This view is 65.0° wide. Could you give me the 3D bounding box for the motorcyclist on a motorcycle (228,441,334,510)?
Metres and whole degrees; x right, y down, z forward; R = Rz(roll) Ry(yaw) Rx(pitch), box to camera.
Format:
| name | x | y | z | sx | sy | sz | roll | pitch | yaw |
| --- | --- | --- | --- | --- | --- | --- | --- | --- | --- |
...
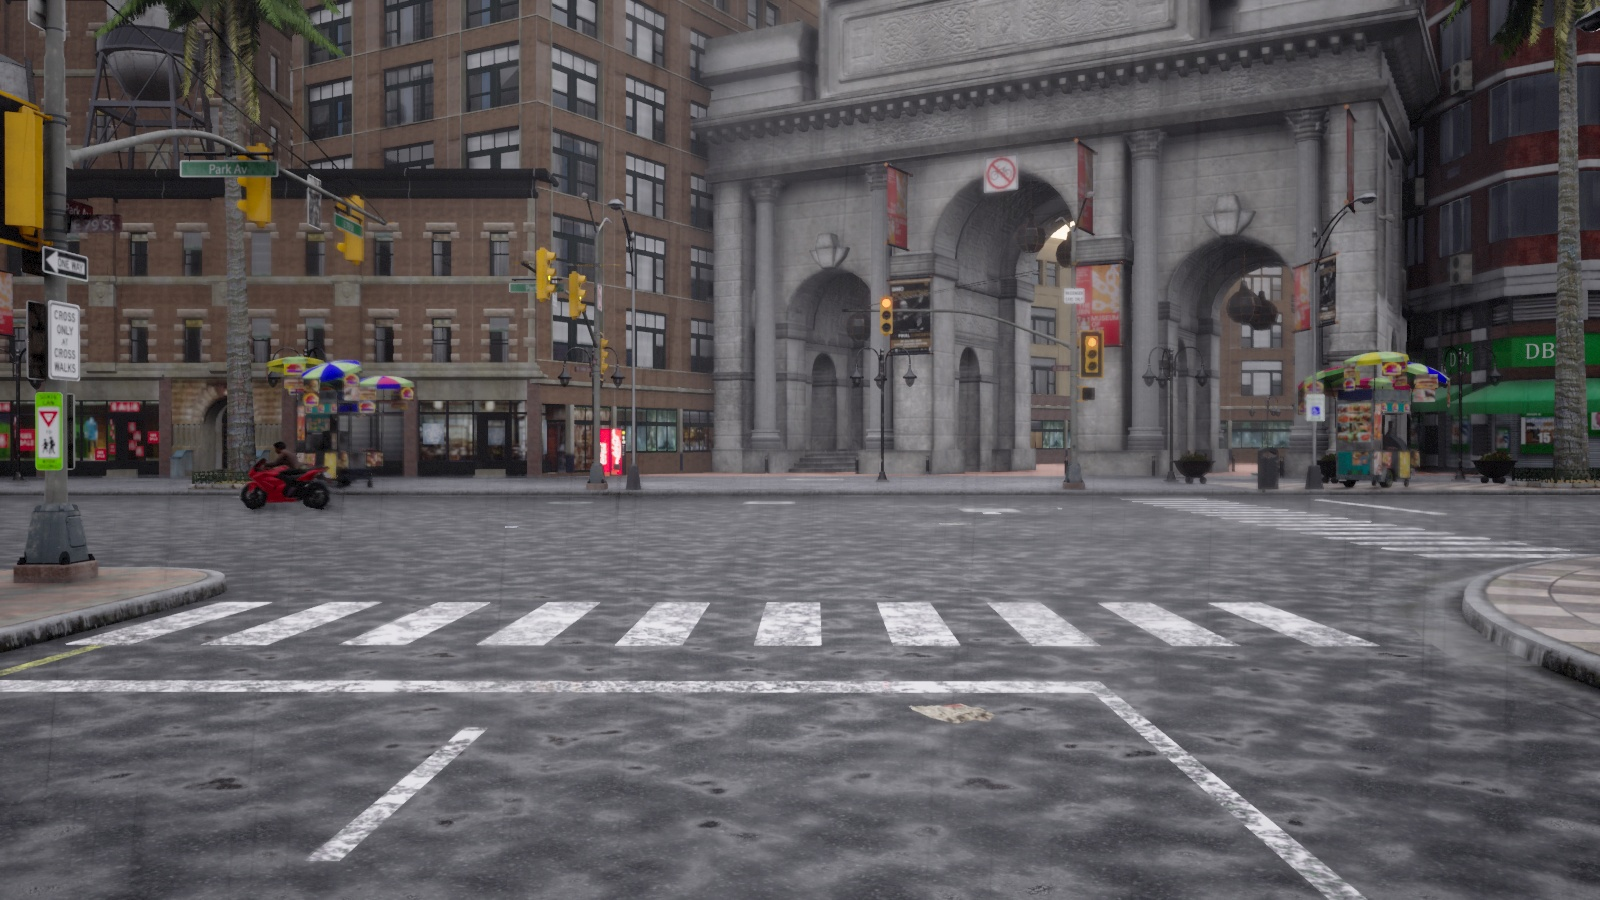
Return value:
| name | x | y | z | sx | sy | sz | roll | pitch | yaw |
| --- | --- | --- | --- | --- | --- | --- | --- | --- | --- |
| motorcyclist on a motorcycle | -11.546 | 0.561 | 27.978 | 2.044 | 1.523 | 0.797 | 0 | 0 | 1 |
